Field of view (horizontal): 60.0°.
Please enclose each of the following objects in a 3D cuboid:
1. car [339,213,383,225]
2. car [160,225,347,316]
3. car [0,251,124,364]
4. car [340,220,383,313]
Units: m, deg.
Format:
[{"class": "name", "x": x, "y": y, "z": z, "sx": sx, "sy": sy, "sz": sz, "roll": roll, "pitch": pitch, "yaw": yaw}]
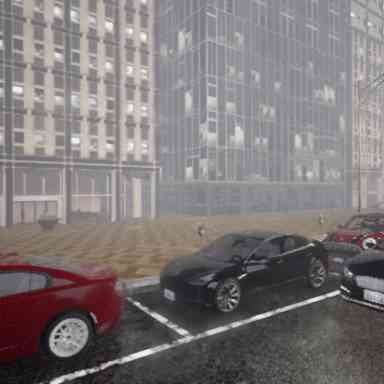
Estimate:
[{"class": "car", "x": 5.847, "y": 1.430, "z": 10.743, "sx": 4.097, "sy": 1.590, "sz": 1.967, "roll": 0, "pitch": 0, "yaw": -36}, {"class": "car", "x": 1.348, "y": 1.560, "z": 7.531, "sx": 4.313, "sy": 1.339, "sz": 1.947, "roll": 0, "pitch": 0, "yaw": -36}, {"class": "car", "x": -3.151, "y": 1.545, "z": 4.320, "sx": 4.507, "sy": 1.381, "sz": 1.887, "roll": 0, "pitch": 0, "yaw": -36}, {"class": "car", "x": 5.041, "y": 1.484, "z": 6.963, "sx": 4.902, "sy": 1.511, "sz": 2.128, "roll": 0, "pitch": 0, "yaw": -35}]
